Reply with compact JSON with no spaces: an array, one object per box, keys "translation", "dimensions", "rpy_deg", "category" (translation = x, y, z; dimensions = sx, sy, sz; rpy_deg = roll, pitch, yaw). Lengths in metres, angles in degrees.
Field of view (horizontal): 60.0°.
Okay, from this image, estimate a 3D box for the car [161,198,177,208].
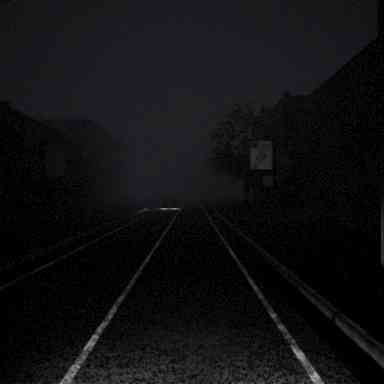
[{"translation":[-3.029,1.444,45.149],"dimensions":[1.994,1.385,4.181],"rpy_deg":[0,0,0],"category":"car"}]
